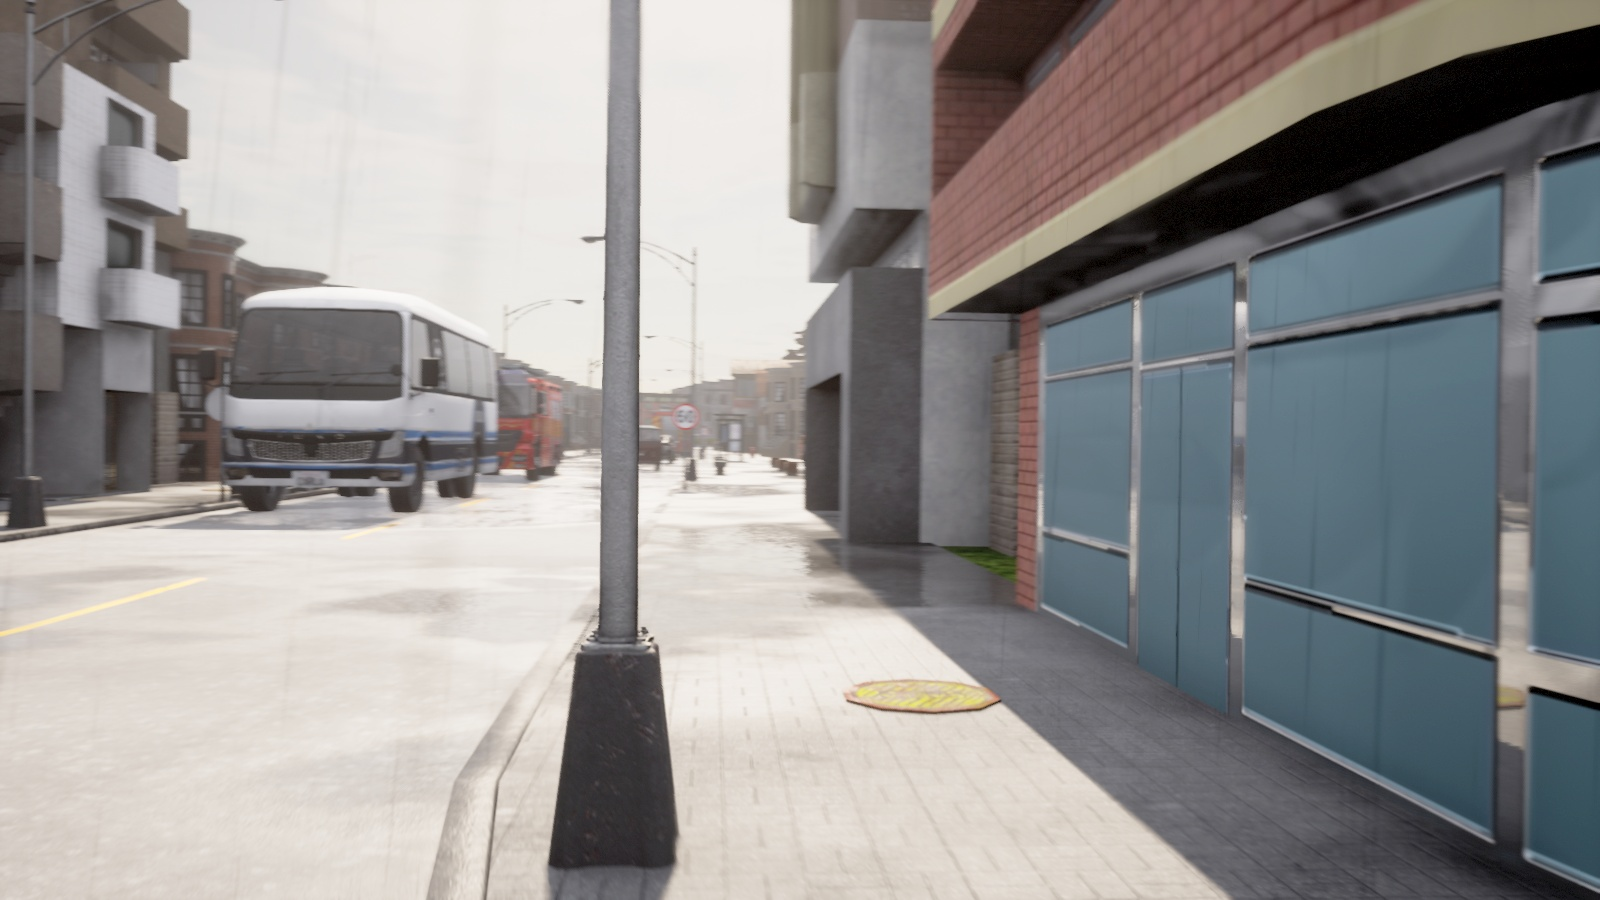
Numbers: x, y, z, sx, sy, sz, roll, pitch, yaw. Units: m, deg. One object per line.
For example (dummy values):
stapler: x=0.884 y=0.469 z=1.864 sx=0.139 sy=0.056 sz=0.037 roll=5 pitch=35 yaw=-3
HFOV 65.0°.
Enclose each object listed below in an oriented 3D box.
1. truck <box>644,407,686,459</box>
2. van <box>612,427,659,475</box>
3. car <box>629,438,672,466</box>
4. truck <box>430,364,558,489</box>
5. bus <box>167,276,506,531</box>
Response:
truck: x=-10.350 y=-1.261 z=96.847 sx=2.891 sy=3.827 sz=8.468 roll=0 pitch=1 yaw=-4
van: x=-7.172 y=0.020 z=55.059 sx=1.775 sy=1.987 sz=4.442 roll=0 pitch=0 yaw=-4
car: x=-8.331 y=0.091 z=70.338 sx=2.128 sy=1.511 sz=4.902 roll=0 pitch=1 yaw=-4
truck: x=-10.267 y=-0.769 z=43.049 sx=2.891 sy=3.827 sz=8.468 roll=0 pitch=1 yaw=-4
bus: x=-8.961 y=-0.833 z=26.208 sx=3.944 sy=4.253 sz=10.273 roll=0 pitch=1 yaw=-4
